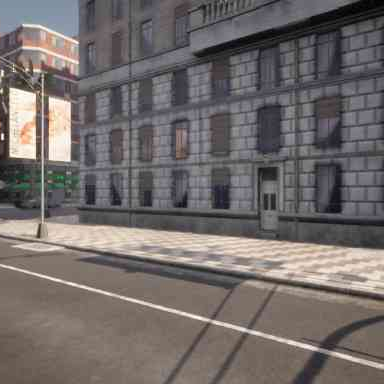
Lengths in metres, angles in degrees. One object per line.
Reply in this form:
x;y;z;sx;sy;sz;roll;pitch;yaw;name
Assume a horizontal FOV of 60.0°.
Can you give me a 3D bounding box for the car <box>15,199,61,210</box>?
-19.554;1.547;42.495;2.033;1.411;5.357;0;0;36;car
